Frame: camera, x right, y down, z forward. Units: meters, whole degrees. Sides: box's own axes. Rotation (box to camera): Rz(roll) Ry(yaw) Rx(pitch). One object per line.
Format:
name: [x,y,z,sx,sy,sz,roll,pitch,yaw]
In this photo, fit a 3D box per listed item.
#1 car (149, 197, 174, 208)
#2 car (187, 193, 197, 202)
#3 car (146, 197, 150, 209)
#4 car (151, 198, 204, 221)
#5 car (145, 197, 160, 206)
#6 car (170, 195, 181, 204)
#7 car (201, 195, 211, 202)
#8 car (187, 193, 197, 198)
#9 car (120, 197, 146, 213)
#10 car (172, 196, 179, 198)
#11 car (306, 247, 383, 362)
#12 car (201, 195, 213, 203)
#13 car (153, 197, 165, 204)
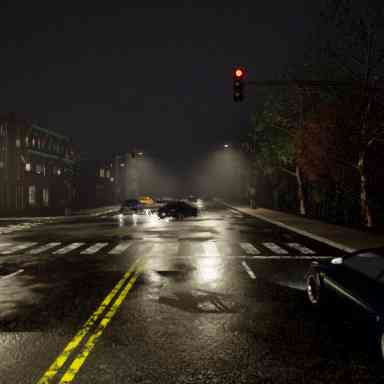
car: [-3.352,1.515,36.972,1.812,1.442,4.674,0,0,0]
car: [-0.028,1.194,78.538,2.150,2.045,5.566,0,0,0]
car: [-6.603,1.463,45.904,1.882,1.535,5.008,0,0,0]
car: [-1.111,1.519,27.515,1.812,1.442,4.674,1,0,28]
car: [-6.595,1.545,55.815,1.994,1.385,4.181,0,0,0]
car: [-3.304,1.453,66.596,1.882,1.535,5.008,0,0,0]
car: [3.223,1.509,78.568,2.033,1.411,5.357,0,0,0]
car: [0.078,1.467,68.319,2.128,1.511,4.902,0,0,0]
car: [-6.631,1.515,36.819,1.812,1.442,4.674,0,0,1]
car: [-3.354,1.476,46.240,2.128,1.511,4.902,0,0,0]
car: [3.336,1.563,5.288,1.994,1.385,4.181,0,0,1]
car: [3.329,1.466,68.383,2.128,1.511,4.902,0,0,0]
car: [-6.557,1.577,65.737,1.895,1.301,4.718,0,0,0]
